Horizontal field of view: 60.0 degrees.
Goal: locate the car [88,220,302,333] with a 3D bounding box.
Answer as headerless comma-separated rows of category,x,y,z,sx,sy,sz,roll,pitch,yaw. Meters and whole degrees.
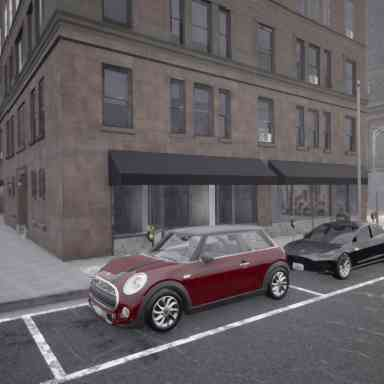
car,0.052,1.440,6.709,4.097,1.590,1.967,0,-1,-36

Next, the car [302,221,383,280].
car,4.525,1.565,9.918,4.313,1.339,1.947,0,-1,-36
